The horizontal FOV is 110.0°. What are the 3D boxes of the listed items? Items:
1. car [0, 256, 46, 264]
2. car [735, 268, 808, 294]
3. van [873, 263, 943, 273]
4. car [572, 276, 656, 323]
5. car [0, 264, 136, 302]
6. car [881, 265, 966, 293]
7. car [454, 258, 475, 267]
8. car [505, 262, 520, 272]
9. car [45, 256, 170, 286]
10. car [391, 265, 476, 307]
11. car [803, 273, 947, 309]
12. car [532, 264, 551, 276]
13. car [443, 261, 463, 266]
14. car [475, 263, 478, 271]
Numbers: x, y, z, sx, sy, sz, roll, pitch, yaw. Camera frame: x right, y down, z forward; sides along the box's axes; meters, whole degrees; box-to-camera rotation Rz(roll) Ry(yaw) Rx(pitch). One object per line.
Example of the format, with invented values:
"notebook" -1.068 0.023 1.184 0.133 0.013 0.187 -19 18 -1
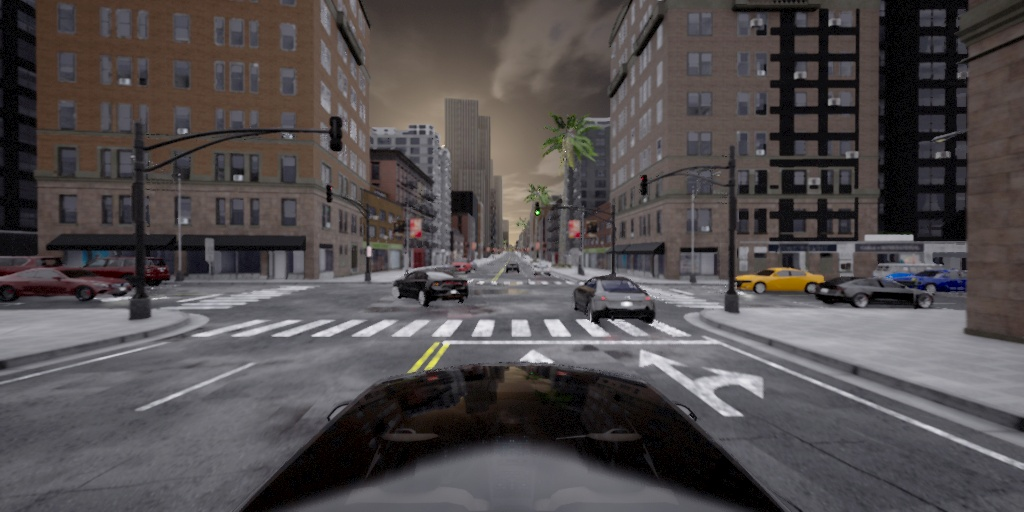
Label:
"car" -29.343 0.922 20.881 5.009 1.841 2.192 0 0 -9
"car" 16.321 1.479 22.159 5.008 1.535 1.882 0 0 0
"van" 27.246 1.408 24.675 3.998 1.789 1.690 0 0 0
"car" 3.351 1.390 12.478 1.994 1.385 4.181 0 0 0
"car" -20.455 1.248 16.384 4.674 1.442 1.812 1 0 -9
"car" 26.373 1.558 22.105 5.008 1.535 1.882 0 0 0
"car" -6.573 1.262 46.397 2.150 2.045 5.566 0 0 0
"car" 0.094 1.582 52.475 1.837 1.490 4.892 0 0 0
"car" -23.897 0.970 21.703 5.009 1.841 2.192 0 0 -9
"car" -3.939 1.345 16.703 1.882 1.535 5.008 1 -1 -38
"car" 16.206 1.612 16.210 4.313 1.339 1.948 0 0 0
"car" 3.346 1.613 41.829 1.895 1.301 4.718 0 0 0
"car" -6.599 1.542 36.621 1.994 1.385 4.181 0 0 0
"car" -6.506 1.649 56.876 2.033 1.411 5.357 0 0 0
